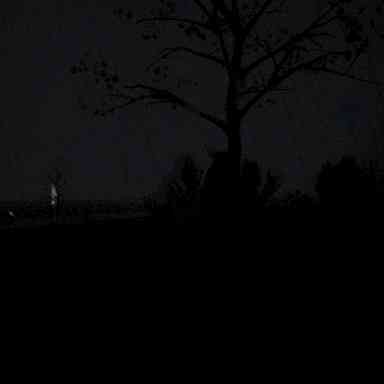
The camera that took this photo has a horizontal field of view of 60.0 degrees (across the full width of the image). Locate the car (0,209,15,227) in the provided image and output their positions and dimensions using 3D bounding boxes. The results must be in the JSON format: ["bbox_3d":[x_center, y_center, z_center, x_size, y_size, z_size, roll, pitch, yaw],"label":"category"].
[{"bbox_3d":[-13.616,1.372,20.741,2.097,1.767,4.553,0,0,35],"label":"car"}]
